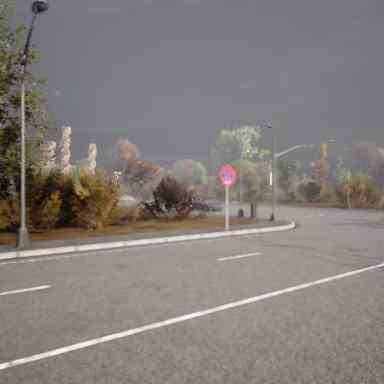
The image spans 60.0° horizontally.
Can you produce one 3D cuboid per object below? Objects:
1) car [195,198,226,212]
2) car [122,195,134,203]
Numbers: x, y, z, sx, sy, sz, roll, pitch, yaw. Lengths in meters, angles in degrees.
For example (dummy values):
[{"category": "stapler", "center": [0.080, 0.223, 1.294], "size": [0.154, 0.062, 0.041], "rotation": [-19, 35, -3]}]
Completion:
[{"category": "car", "center": [1.949, 1.497, 37.391], "size": [1.837, 1.490, 4.892], "rotation": [0, 2, -32]}, {"category": "car", "center": [-11.911, 1.264, 59.658], "size": [1.812, 1.442, 4.674], "rotation": [0, 2, -33]}]
